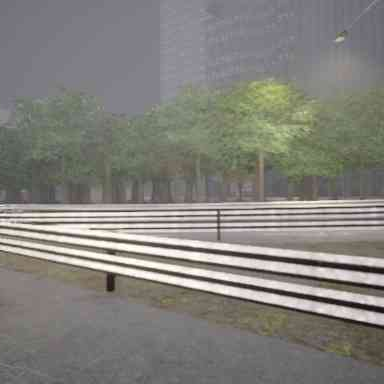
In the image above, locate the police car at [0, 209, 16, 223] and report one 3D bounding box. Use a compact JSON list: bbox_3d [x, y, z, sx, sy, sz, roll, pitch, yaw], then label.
[{"bbox_3d":[-14.001,1.616,21.441,4.974,1.542,2.038,0,-1,16],"label":"police car"}]
